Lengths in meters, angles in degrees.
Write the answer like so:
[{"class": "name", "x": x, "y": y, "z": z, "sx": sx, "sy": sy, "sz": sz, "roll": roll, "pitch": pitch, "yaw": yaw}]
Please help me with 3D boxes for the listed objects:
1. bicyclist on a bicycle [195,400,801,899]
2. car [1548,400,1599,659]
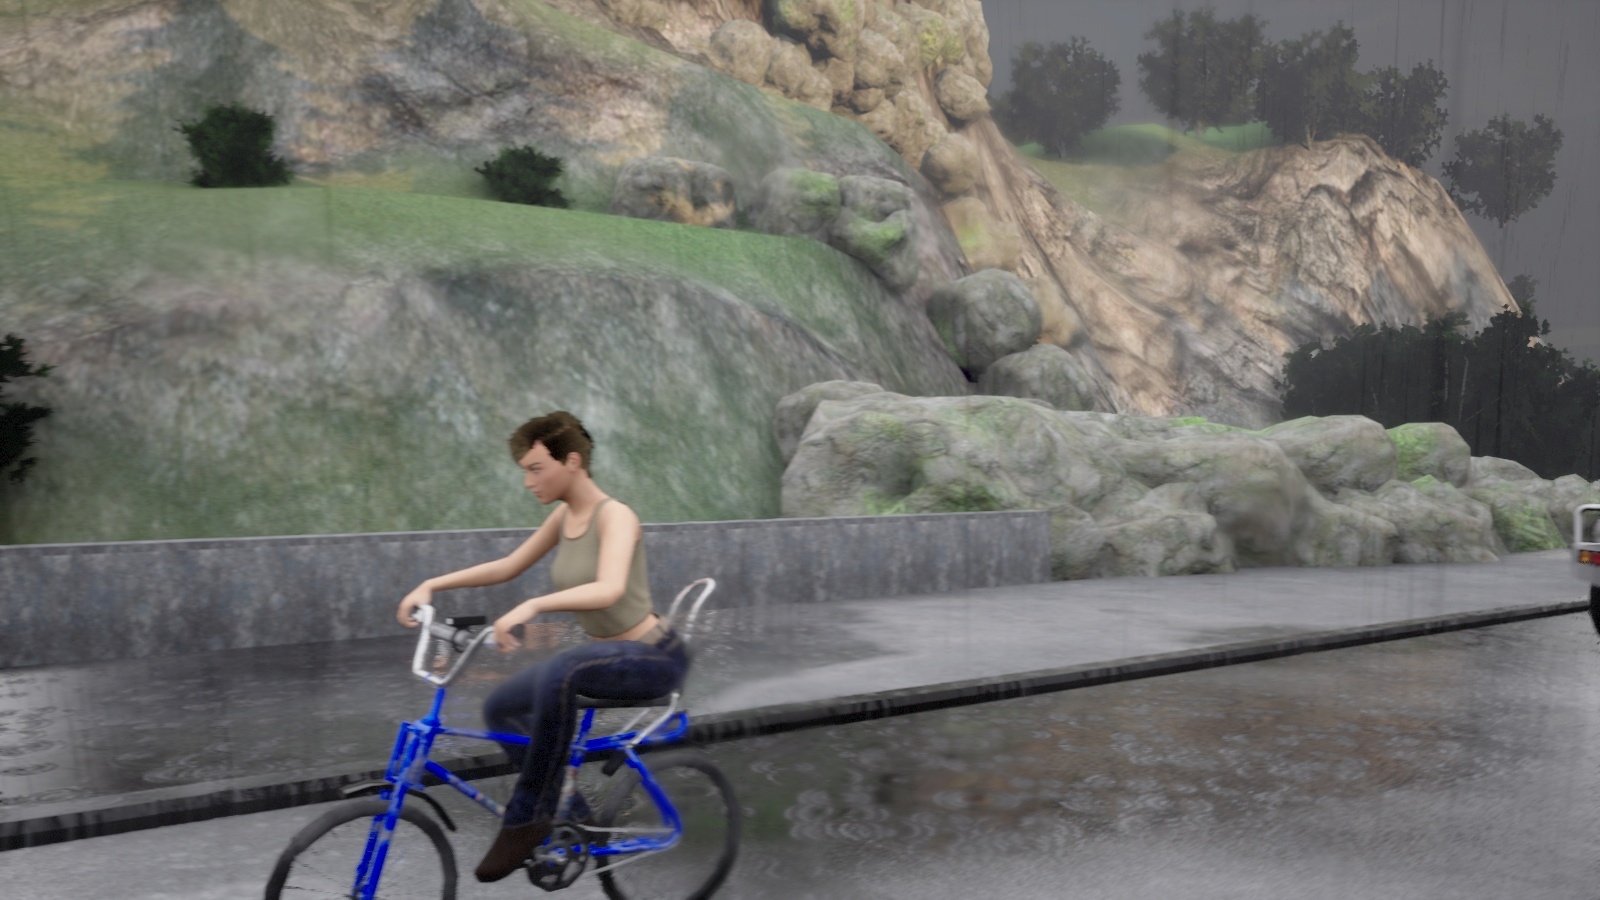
[{"class": "bicyclist on a bicycle", "x": -0.864, "y": 0.692, "z": 3.674, "sx": 1.509, "sy": 1.612, "sz": 0.866, "roll": 0, "pitch": 0, "yaw": -35}, {"class": "car", "x": 7.987, "y": 0.569, "z": 9.827, "sx": 4.605, "sy": 1.855, "sz": 1.932, "roll": 0, "pitch": 0, "yaw": -35}]
